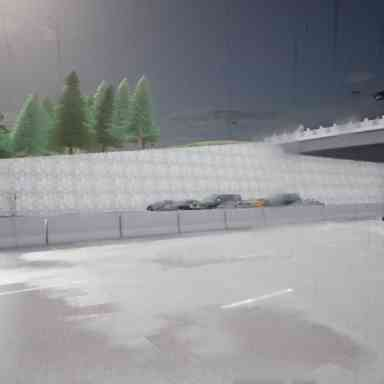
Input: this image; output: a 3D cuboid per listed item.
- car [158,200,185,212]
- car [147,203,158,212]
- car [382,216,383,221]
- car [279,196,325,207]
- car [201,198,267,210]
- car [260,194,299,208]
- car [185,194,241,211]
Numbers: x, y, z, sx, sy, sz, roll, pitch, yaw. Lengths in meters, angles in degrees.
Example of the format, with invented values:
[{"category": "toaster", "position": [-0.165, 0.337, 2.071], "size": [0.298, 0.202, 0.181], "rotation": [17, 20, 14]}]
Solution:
[{"category": "car", "position": [-0.568, 1.504, 33.569], "size": [4.892, 1.490, 1.837], "rotation": [1, 0, -35]}, {"category": "car", "position": [-2.821, 1.562, 36.264], "size": [4.181, 1.385, 1.994], "rotation": [0, 0, -35]}, {"category": "car", "position": [15.365, 1.544, 23.235], "size": [5.357, 1.411, 2.033], "rotation": [0, 0, -35]}, {"category": "car", "position": [11.460, 1.488, 33.568], "size": [4.902, 1.511, 2.128], "rotation": [0, 0, -35]}, {"category": "car", "position": [3.542, 1.489, 27.898], "size": [4.902, 1.511, 2.128], "rotation": [0, 0, -35]}, {"category": "car", "position": [11.499, 1.218, 42.114], "size": [5.566, 2.045, 2.150], "rotation": [0, 0, -35]}, {"category": "car", "position": [2.447, 1.220, 31.402], "size": [5.566, 2.045, 2.150], "rotation": [0, 0, -35]}]
